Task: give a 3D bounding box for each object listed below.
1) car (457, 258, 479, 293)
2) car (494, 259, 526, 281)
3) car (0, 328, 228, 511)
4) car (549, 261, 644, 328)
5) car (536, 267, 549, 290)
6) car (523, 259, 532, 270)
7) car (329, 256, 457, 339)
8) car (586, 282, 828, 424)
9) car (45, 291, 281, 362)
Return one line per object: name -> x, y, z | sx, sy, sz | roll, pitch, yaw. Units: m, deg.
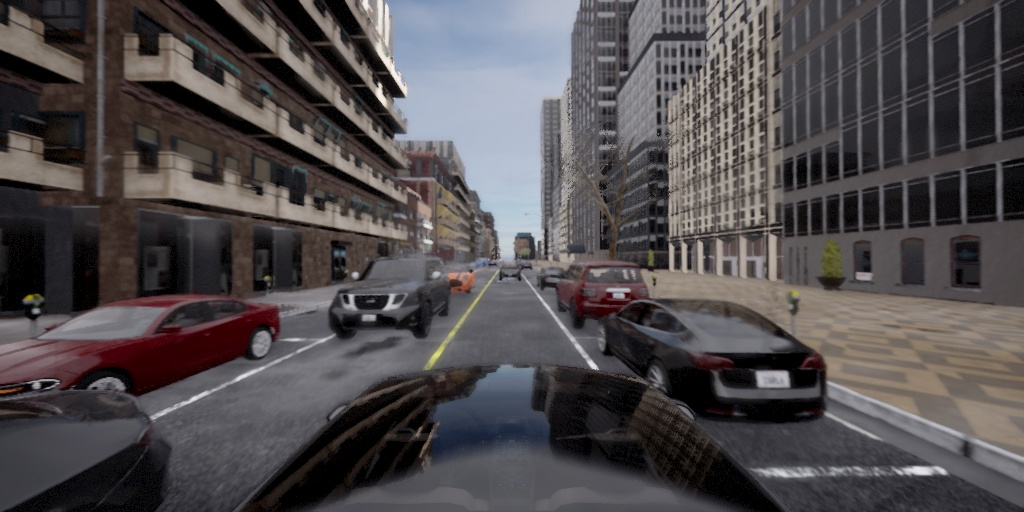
car -> -3.274, 1.161, 20.870 | 2.097, 1.767, 4.553 | 0, 0, -1
car -> -0.167, 1.313, 31.280 | 2.128, 1.511, 4.902 | 0, 0, 0
car -> -3.066, 1.287, 0.387 | 1.812, 1.442, 4.674 | 0, 0, -1
car -> 2.624, 1.074, 11.303 | 2.192, 1.841, 5.009 | 0, 0, -1
car -> 2.517, 1.352, 22.348 | 1.948, 1.339, 4.313 | 0, 0, -1
car -> 2.196, 1.445, 55.483 | 1.948, 1.339, 4.313 | 0, 0, -1
car -> -3.172, 1.005, 10.587 | 2.150, 2.045, 5.566 | 0, 0, -1
car -> 2.677, 1.312, 5.780 | 1.948, 1.339, 4.313 | 0, 0, -1
car -> -5.702, 1.330, 5.700 | 1.888, 1.381, 4.507 | 0, 0, -1
